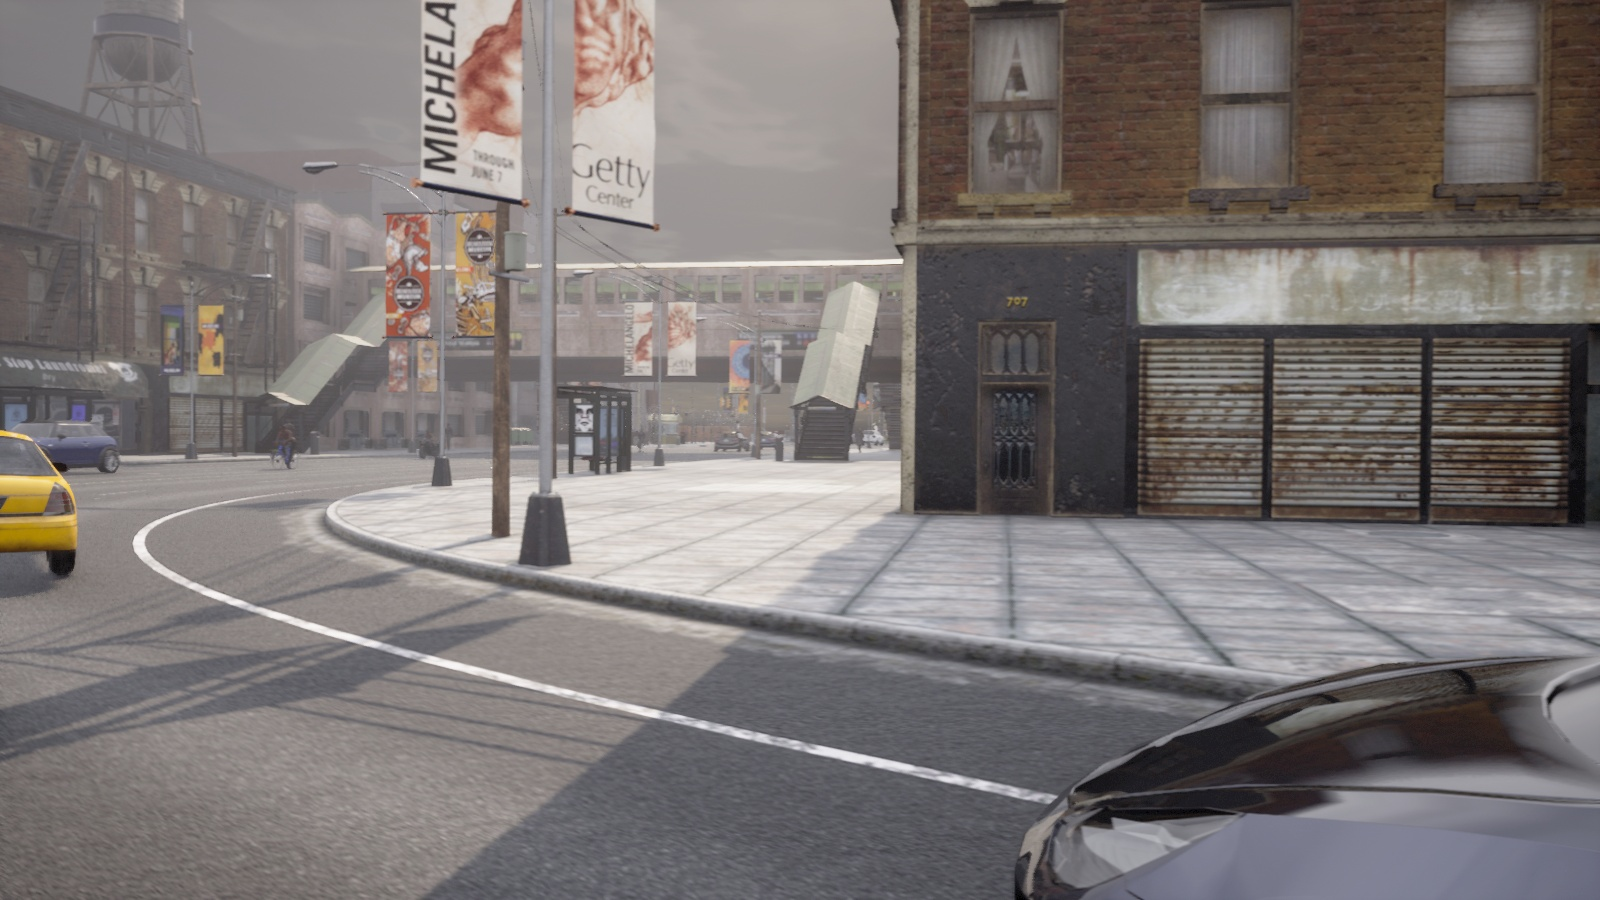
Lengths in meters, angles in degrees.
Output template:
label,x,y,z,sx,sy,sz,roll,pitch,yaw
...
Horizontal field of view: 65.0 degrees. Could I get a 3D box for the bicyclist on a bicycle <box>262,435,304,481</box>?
label,x,y,z,sx,sy,sz,roll,pitch,yaw
bicyclist on a bicycle,-18.524,0.264,45.067,0.582,1.620,1.656,0,1,9

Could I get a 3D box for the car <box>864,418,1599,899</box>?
label,x,y,z,sx,sy,sz,roll,pitch,yaw
car,2.720,0.686,1.788,4.792,1.488,2.163,0,1,32

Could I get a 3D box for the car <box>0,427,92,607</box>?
label,x,y,z,sx,sy,sz,roll,pitch,yaw
car,-8.683,0.577,13.096,1.801,1.575,5.366,-1,1,-34

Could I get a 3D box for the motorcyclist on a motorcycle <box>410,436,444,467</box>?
label,x,y,z,sx,sy,sz,roll,pitch,yaw
motorcyclist on a motorcycle,-18.939,0.056,63.836,0.797,1.523,2.044,0,1,9

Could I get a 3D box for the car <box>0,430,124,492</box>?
label,x,y,z,sx,sy,sz,roll,pitch,yaw
car,-23.183,0.295,38.382,2.097,1.767,4.553,0,1,9
